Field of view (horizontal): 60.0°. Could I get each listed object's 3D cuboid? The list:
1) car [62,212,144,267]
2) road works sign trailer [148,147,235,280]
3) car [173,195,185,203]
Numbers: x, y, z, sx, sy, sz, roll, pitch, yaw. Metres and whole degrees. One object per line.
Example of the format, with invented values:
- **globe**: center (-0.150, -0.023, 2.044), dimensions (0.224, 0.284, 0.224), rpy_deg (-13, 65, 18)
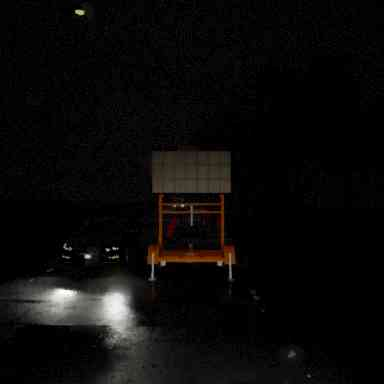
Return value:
- **car**: center (-2.842, 1.512, 11.512), dimensions (1.837, 1.490, 4.892), rpy_deg (0, 0, 0)
- **road works sign trailer**: center (-0.011, 0.471, 9.901), dimensions (2.380, 3.560, 2.880), rpy_deg (0, 0, 0)
- **car**: center (-2.692, 1.545, 68.164), dimensions (2.150, 2.045, 5.566), rpy_deg (0, -1, 0)
